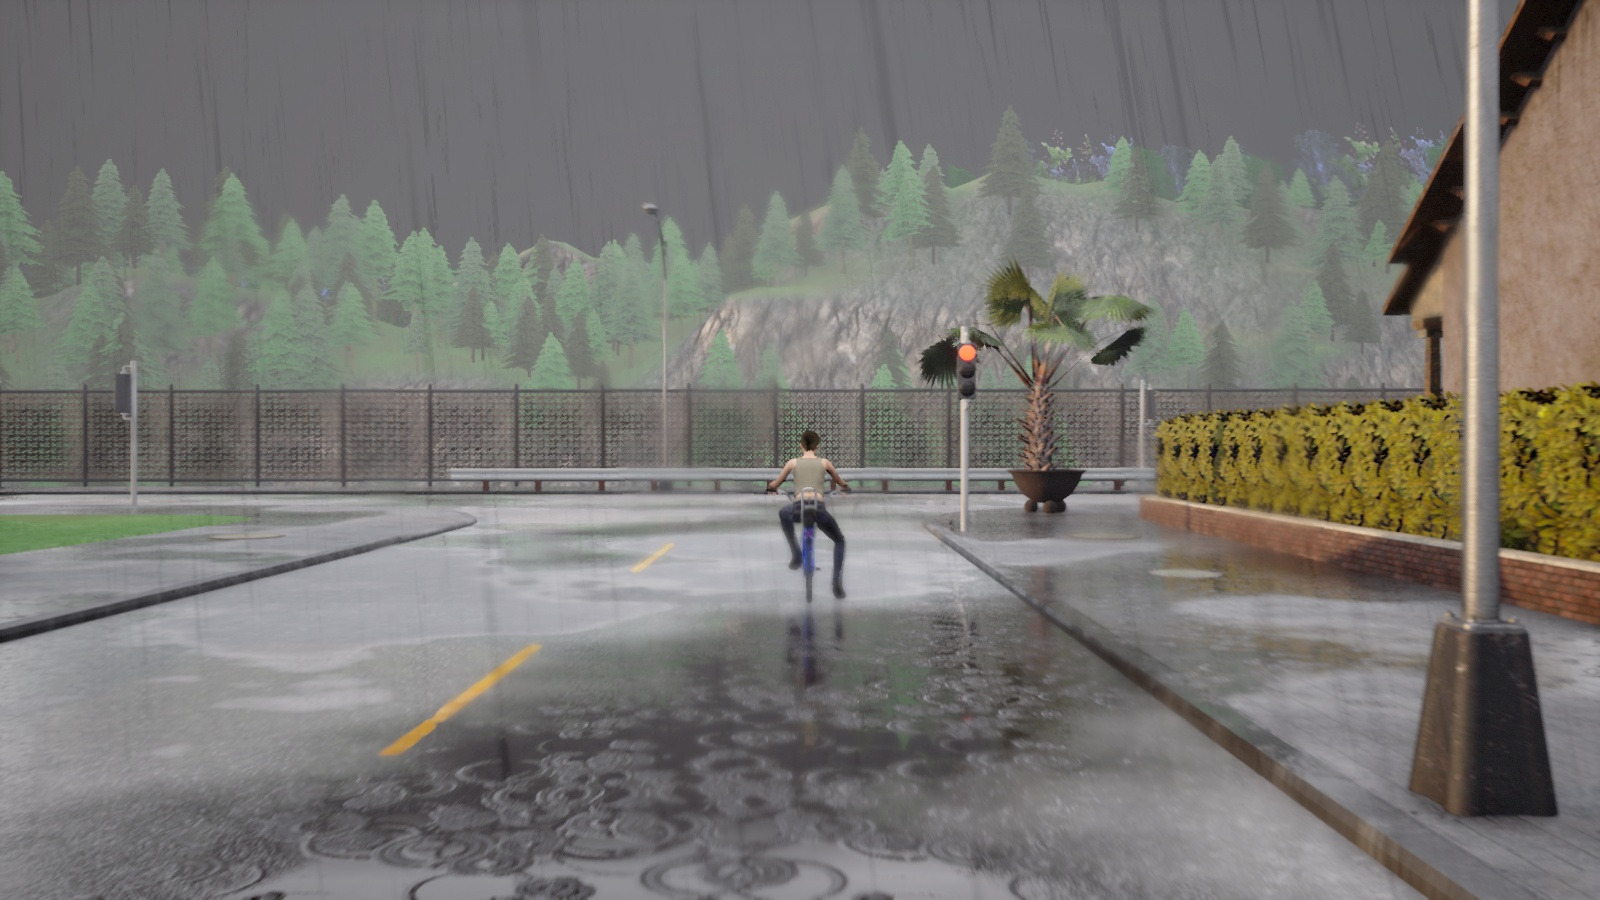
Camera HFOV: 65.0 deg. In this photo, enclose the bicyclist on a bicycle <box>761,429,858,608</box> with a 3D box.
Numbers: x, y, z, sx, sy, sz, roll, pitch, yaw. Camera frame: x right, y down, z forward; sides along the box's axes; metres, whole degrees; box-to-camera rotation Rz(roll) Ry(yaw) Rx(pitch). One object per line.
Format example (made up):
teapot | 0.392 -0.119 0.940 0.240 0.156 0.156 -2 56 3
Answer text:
bicyclist on a bicycle | 0.086 0.615 12.062 0.866 1.612 1.509 0 0 0
